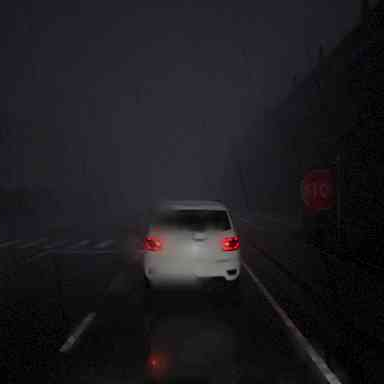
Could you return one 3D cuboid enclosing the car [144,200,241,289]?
[{"bbox_3d":[-0.015,1.224,9.354,2.150,2.045,5.566,0,0,-1],"label":"car"}]
